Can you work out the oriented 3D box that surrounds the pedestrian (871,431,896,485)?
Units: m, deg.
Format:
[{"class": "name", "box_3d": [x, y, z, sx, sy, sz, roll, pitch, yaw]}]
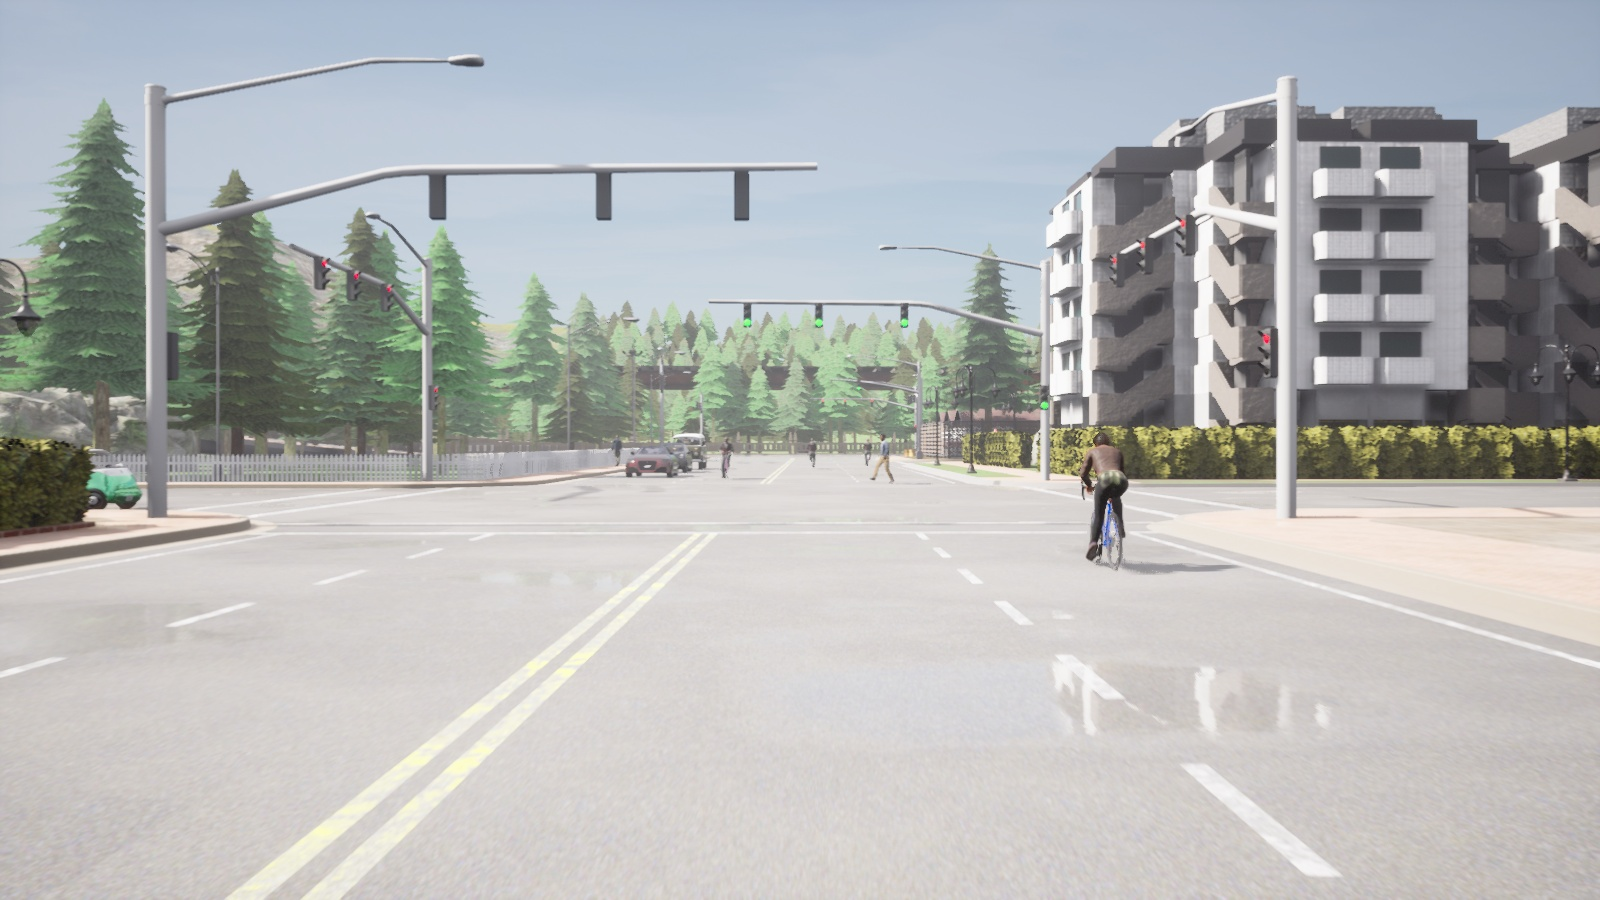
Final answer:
[{"class": "pedestrian", "box_3d": [2.990, 0.283, 45.188, 0.788, 1.949, 0.423, 0, 0, -22]}]

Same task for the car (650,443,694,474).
[{"class": "car", "box_3d": [-6.408, 0.399, 63.171, 1.845, 1.501, 3.633, 0, 0, 1]}]

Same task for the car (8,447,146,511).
[{"class": "car", "box_3d": [-16.035, 0.631, 27.909, 2.207, 1.376, 1.481, 0, 0, 1]}]

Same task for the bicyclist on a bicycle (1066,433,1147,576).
[{"class": "bicyclist on a bicycle", "box_3d": [3.652, 0.617, 15.063, 0.582, 1.620, 1.656, 0, 0, 1]}]

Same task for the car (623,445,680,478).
[{"class": "car", "box_3d": [-6.481, 0.494, 55.228, 1.994, 1.385, 4.181, 0, 0, 1]}]

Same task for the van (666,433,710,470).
[{"class": "van", "box_3d": [-6.331, 0.062, 71.401, 2.069, 2.038, 4.480, 0, 0, 1]}]

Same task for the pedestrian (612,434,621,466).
[{"class": "pedestrian", "box_3d": [-10.405, -0.005, 71.223, 0.402, 1.842, 0.726, 0, 0, 1]}]
